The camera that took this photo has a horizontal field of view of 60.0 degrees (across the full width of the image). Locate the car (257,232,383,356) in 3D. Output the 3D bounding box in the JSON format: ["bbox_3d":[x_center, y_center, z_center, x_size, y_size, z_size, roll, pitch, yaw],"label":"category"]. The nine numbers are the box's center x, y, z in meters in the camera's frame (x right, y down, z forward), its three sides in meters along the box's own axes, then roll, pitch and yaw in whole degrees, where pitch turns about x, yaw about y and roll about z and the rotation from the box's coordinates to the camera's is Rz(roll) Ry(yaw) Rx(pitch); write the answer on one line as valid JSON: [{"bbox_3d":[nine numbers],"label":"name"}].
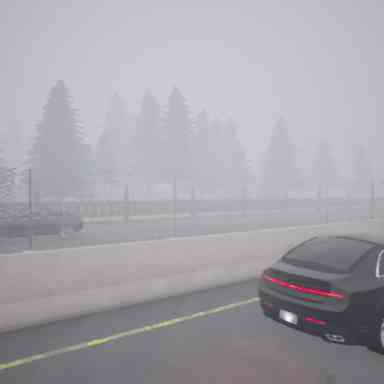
[{"bbox_3d":[3.335,1.517,6.128,4.892,1.490,1.837,0,0,-36],"label":"car"}]
